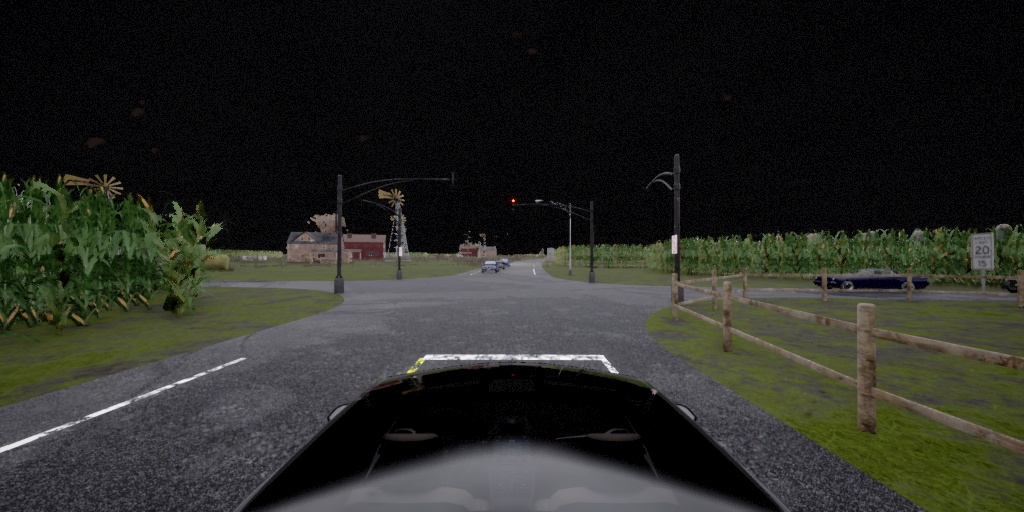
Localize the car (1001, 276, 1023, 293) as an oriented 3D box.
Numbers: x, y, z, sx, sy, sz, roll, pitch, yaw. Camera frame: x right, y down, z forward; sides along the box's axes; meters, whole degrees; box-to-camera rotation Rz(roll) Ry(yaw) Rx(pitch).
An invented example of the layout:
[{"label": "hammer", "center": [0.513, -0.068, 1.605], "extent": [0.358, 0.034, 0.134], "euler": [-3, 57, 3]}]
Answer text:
[{"label": "car", "center": [29.348, 1.377, 19.058], "extent": [4.181, 1.385, 1.994], "euler": [0, -1, 10]}]

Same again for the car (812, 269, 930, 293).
[{"label": "car", "center": [20.380, 1.401, 20.606], "extent": [4.718, 1.301, 1.895], "euler": [0, -1, 9]}]

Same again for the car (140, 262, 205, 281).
[{"label": "car", "center": [-24.191, 1.195, 25.293], "extent": [4.902, 1.511, 2.128], "euler": [0, -1, 9]}]

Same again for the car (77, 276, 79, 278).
[{"label": "car", "center": [-34.006, 1.293, 26.943], "extent": [4.718, 1.301, 1.895], "euler": [0, -1, 9]}]

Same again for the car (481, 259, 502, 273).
[{"label": "car", "center": [-2.598, 1.271, 43.938], "extent": [1.812, 1.442, 4.674], "euler": [0, 0, 3]}]

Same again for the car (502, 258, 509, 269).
[{"label": "car", "center": [-2.069, 1.303, 53.944], "extent": [1.994, 1.385, 4.181], "euler": [0, 0, 5]}]
